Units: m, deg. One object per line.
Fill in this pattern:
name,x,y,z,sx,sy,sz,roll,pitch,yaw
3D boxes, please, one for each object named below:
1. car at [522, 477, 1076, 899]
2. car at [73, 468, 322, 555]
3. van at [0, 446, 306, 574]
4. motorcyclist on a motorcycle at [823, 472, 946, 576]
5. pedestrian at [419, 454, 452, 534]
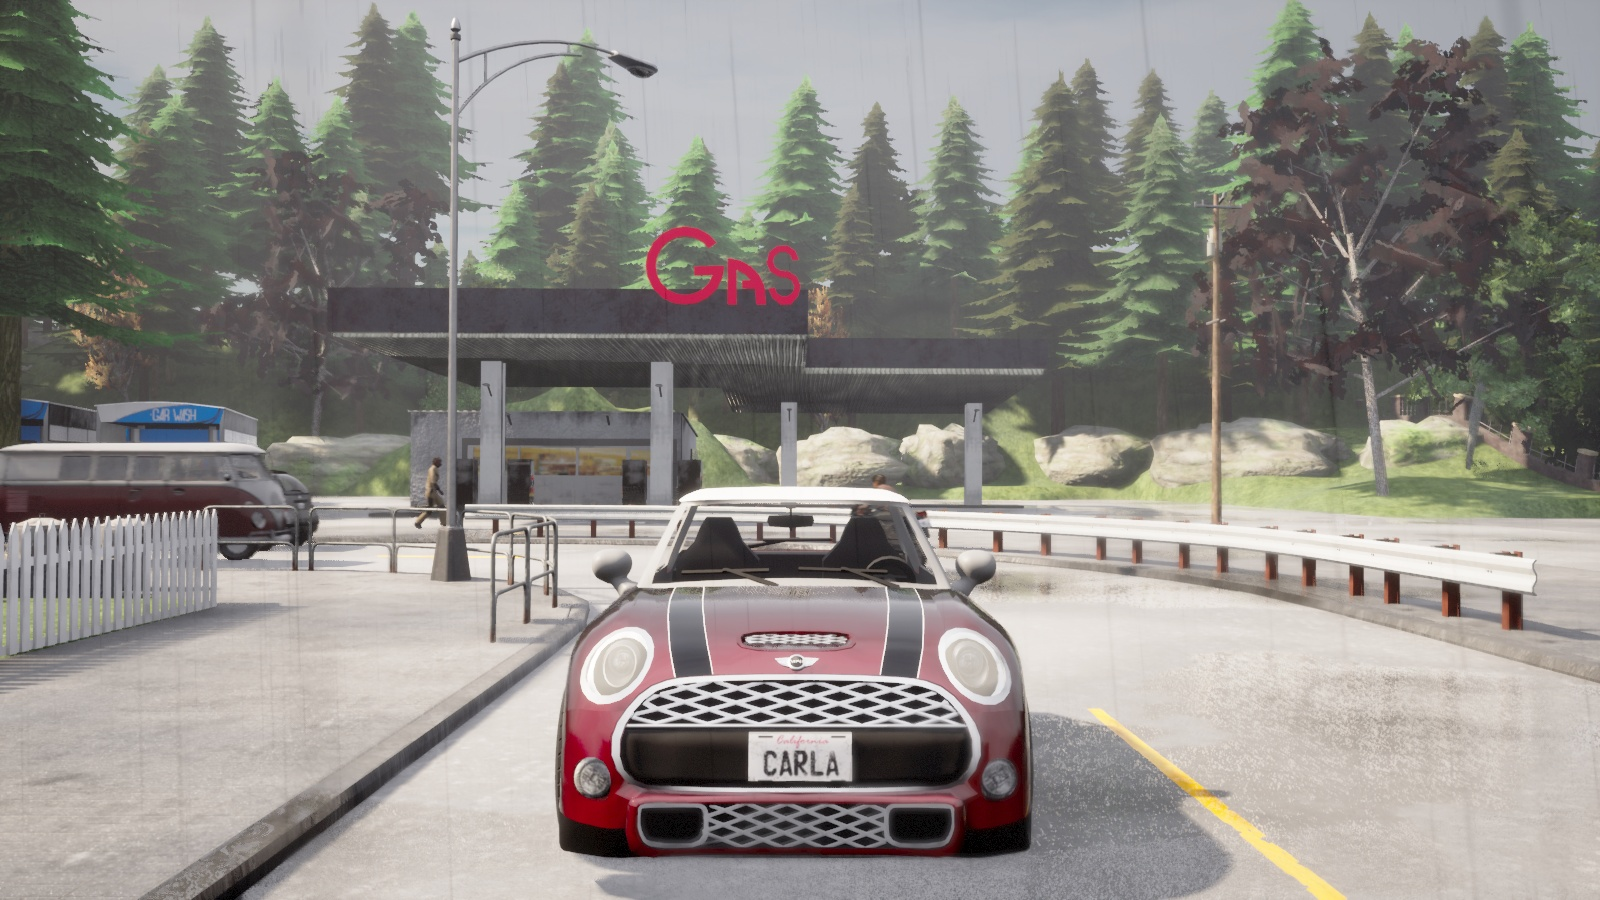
car,-0.025,0.887,6.378,1.970,1.475,3.806,0,-1,-1
car,-11.693,1.171,24.558,3.988,1.617,1.851,0,-1,1
van,-10.669,0.955,20.574,4.442,1.987,1.775,0,-1,0
motorcyclist on a motorcycle,1.306,1.126,19.857,0.797,1.523,2.044,-1,0,-35
pedestrian,-8.889,1.074,30.647,0.692,1.930,0.396,0,-1,-5
